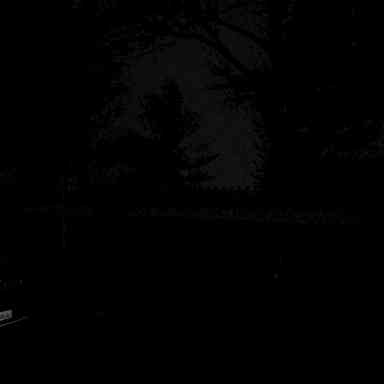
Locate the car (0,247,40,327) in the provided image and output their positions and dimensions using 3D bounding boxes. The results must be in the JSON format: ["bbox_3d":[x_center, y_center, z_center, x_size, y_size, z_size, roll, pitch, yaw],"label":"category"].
[{"bbox_3d":[-4.552,1.598,6.125,4.403,1.369,2.008,0,0,35],"label":"car"}]
